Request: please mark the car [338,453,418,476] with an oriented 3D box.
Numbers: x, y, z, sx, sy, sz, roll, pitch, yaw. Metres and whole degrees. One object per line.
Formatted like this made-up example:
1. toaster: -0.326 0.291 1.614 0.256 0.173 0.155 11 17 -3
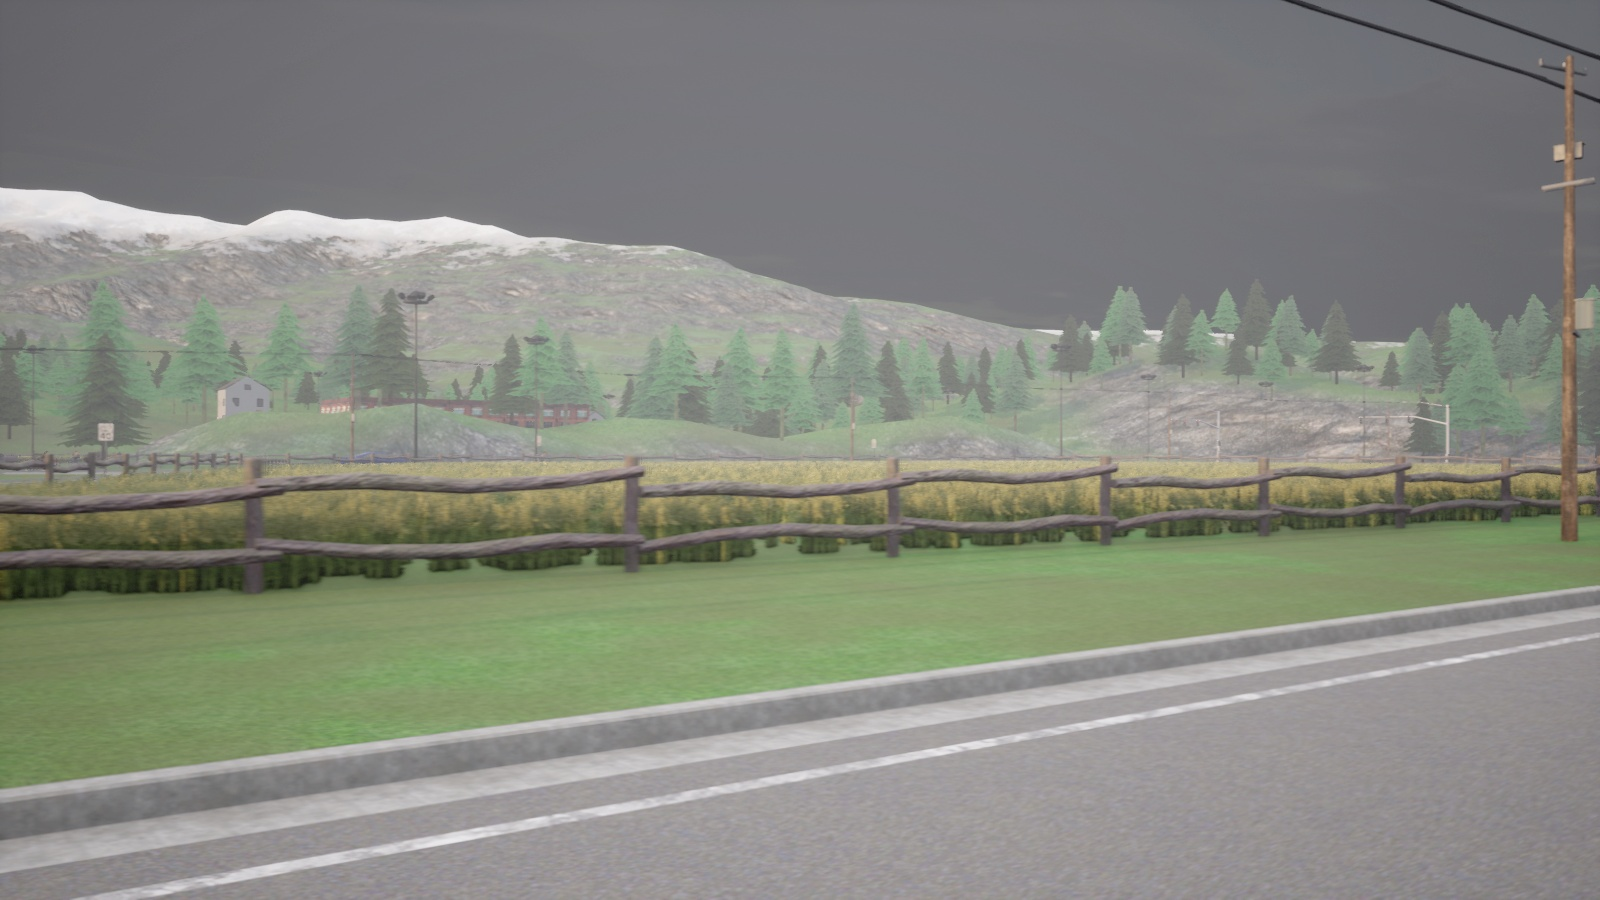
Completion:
1. car: -29.479 1.001 87.832 5.008 1.535 1.882 0 0 -35
